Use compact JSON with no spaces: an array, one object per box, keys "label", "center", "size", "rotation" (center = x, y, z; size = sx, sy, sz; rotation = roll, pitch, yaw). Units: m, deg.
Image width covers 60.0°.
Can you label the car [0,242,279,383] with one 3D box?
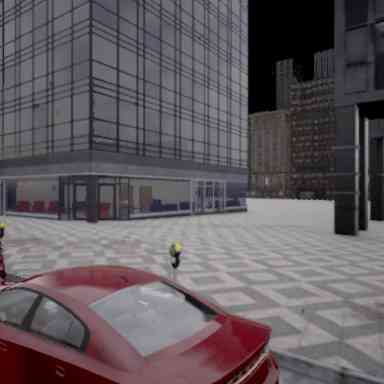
[{"label":"car","center":[-1.315,1.531,3.785],"size":[4.507,1.381,1.887],"rotation":[0,0,35]}]

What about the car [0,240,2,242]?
[{"label":"car","center":[-5.907,1.278,7.058],"size":[5.009,1.841,2.192],"rotation":[0,0,35]}]
